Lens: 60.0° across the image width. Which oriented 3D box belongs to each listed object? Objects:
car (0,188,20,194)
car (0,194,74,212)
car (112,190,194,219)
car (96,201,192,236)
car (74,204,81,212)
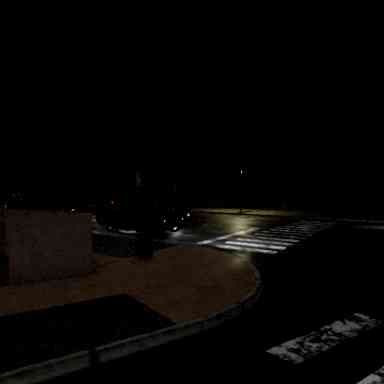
[{"bbox_3d":[-23.638,0.454,41.127,5.566,2.045,2.150,1,1,30],"label":"car"},{"bbox_3d":[-10.445,1.131,21.933,4.902,1.511,2.128,1,1,31],"label":"car"},{"bbox_3d":[-2.580,0.943,20.819,5.566,2.045,2.150,1,1,31],"label":"car"},{"bbox_3d":[-2.641,1.382,17.036,4.718,1.301,1.895,1,1,33],"label":"car"},{"bbox_3d":[-10.571,1.142,25.809,4.181,1.385,1.994,1,1,30],"label":"car"}]
